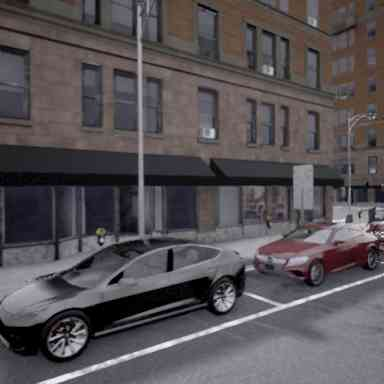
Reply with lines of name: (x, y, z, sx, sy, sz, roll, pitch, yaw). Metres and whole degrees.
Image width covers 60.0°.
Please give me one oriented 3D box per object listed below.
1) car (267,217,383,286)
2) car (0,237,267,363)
car: (3.532, 1.512, 9.093, 4.206, 1.307, 1.802, -1, 0, -36)
car: (-0.934, 1.544, 5.880, 4.313, 1.339, 1.947, -1, 0, -36)
